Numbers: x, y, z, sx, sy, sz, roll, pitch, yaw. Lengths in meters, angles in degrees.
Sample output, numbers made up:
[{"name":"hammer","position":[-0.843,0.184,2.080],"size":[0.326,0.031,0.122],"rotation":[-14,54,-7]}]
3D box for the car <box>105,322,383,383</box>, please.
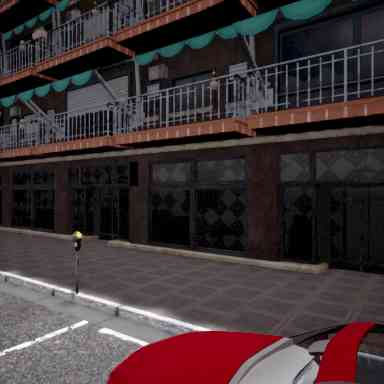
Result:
[{"name":"car","position":[1.155,1.582,2.060],"size":[4.206,1.307,1.802],"rotation":[0,0,35]}]
